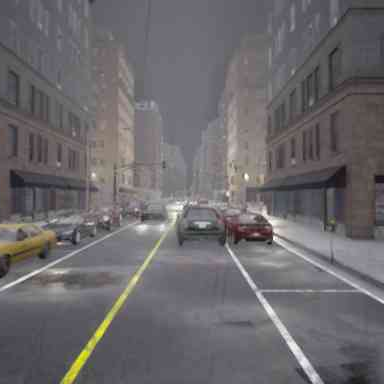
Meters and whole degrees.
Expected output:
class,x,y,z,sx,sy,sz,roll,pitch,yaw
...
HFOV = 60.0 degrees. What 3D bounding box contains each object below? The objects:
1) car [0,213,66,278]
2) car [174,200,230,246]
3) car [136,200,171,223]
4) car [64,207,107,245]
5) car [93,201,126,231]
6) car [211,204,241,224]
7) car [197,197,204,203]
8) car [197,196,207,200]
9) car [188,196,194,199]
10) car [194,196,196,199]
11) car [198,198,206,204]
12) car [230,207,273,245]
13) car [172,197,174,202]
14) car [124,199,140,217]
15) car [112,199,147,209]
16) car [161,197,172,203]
class,x,y,z,sx,sy,sz,roll,pitch,yaw
car,-5.849,1.596,10.428,1.752,1.417,4.829,0,0,0
car,0.306,1.462,16.087,2.097,1.767,4.553,0,0,-4
car,-3.071,1.672,27.727,1.882,1.535,5.008,0,-1,0
car,-5.849,1.661,16.090,2.008,1.369,4.403,0,0,0
car,-5.847,1.589,21.583,1.967,1.590,4.097,0,0,0
car,2.679,1.740,27.080,2.008,1.369,4.403,0,0,0
car,2.343,2.184,93.034,1.967,1.590,4.097,0,-1,-1
car,2.549,2.081,71.005,1.887,1.381,4.507,0,-1,-1
car,-0.340,2.220,94.339,1.895,1.301,4.718,0,-1,-1
car,2.396,2.004,87.528,2.192,1.841,5.009,0,-1,-1
car,2.445,2.163,82.189,1.752,1.417,4.829,0,-1,-1
car,2.679,1.655,16.098,1.887,1.381,4.507,0,0,0
car,-6.079,2.180,81.945,1.887,1.381,4.507,0,-1,-1
car,-5.846,1.670,32.570,1.967,1.590,4.097,0,0,0
car,-9.728,1.833,51.635,4.902,1.511,2.128,0,-1,14
car,-5.976,2.086,70.929,2.008,1.369,4.403,0,0,-1
